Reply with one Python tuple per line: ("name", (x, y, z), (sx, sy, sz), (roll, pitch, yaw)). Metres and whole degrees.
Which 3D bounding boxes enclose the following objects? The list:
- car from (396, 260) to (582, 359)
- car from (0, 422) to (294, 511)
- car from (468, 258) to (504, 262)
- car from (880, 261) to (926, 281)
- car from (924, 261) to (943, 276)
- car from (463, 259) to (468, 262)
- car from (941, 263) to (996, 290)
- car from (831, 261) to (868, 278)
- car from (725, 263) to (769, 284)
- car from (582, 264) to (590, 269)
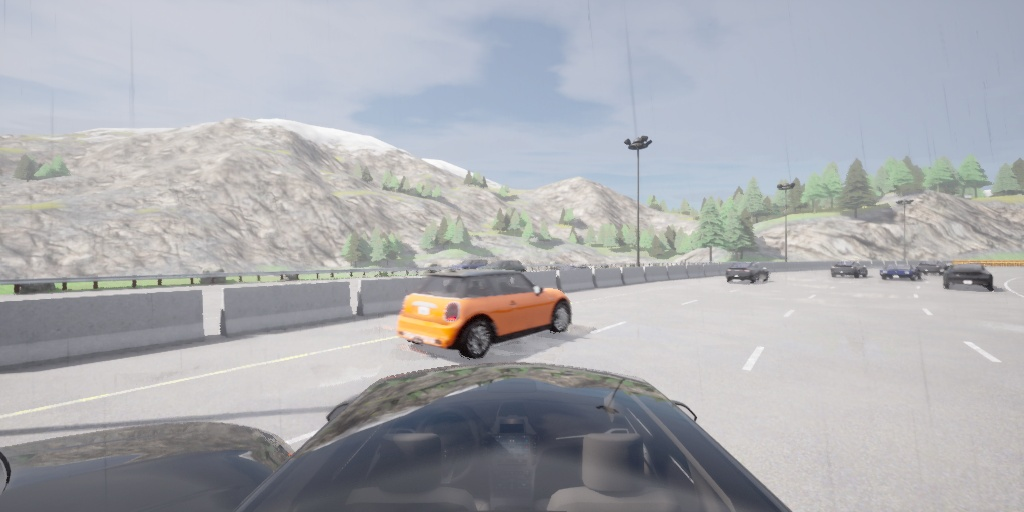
("car", (-0.402, 1.103, 8.777), (2.097, 1.767, 4.553), (0, 0, 40))
("car", (-2.982, 1.255, 0.524), (4.892, 1.490, 1.837), (0, 0, -45))
("car", (-0.953, 1.101, 29.158), (4.553, 1.767, 2.097), (0, 0, -45))
("car", (32.304, 1.351, 29.728), (4.718, 1.301, 1.895), (0, 0, -35))
("car", (43.308, 1.241, 36.862), (4.902, 1.511, 2.128), (0, 0, -31))
("car", (-4.156, 1.101, 35.818), (4.553, 1.767, 2.097), (0, 0, -44))
("car", (28.495, 1.256, 22.448), (4.892, 1.490, 1.837), (0, 0, -39))
("car", (31.370, 1.241, 33.338), (4.902, 1.511, 2.128), (0, 0, -35))
("car", (18.029, 1.242, 27.408), (4.902, 1.511, 2.128), (0, 0, -41))
("car", (5.046, 1.350, 30.138), (4.718, 1.301, 1.895), (0, 0, -43))
